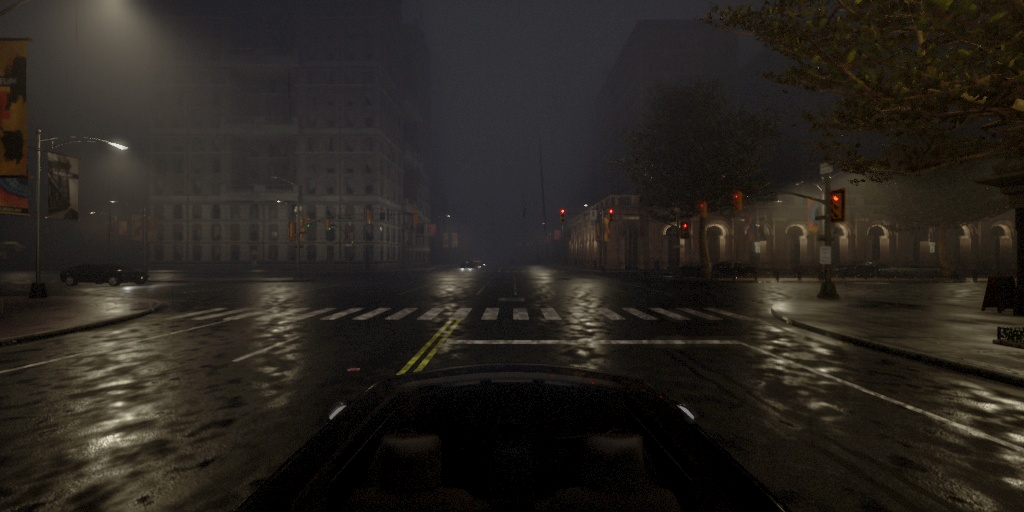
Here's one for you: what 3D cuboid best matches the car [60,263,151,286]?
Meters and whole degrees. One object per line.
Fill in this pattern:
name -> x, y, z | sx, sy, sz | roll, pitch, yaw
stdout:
car -> -27.649, 1.252, 24.441 | 4.892, 1.490, 1.837 | 0, 0, 0

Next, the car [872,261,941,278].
car -> 36.055, 1.347, 32.368 | 4.718, 1.301, 1.895 | 0, 0, 0

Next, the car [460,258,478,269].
car -> -7.152, 1.306, 58.088 | 1.994, 1.385, 4.181 | 0, 0, 0

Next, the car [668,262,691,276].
car -> 18.655, 1.293, 36.010 | 5.357, 1.411, 2.033 | 0, 0, 2

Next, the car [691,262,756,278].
car -> 19.322, 1.250, 32.440 | 4.892, 1.490, 1.837 | 0, 0, 0

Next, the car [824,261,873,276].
car -> 34.731, 1.236, 35.871 | 4.902, 1.511, 2.128 | 0, 0, 0
